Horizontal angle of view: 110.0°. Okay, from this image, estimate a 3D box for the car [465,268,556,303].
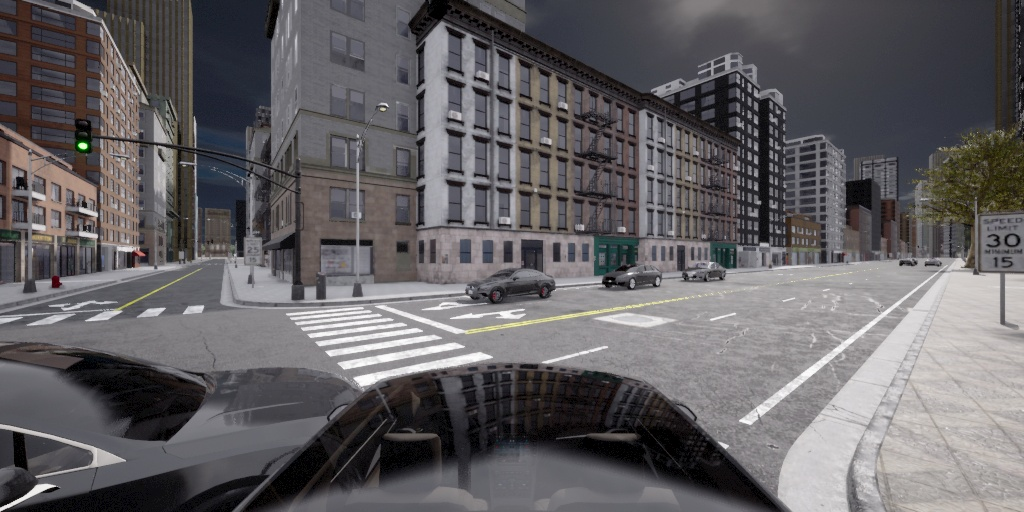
[{"bbox_3d":[0.042,1.287,16.799,4.674,1.442,1.812,0,0,-39],"label":"car"}]

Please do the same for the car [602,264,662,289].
[{"bbox_3d":[7.764,1.259,22.986,4.892,1.490,1.837,0,0,-39],"label":"car"}]

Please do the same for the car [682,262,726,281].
[{"bbox_3d":[15.805,1.237,29.417,4.902,1.511,2.128,0,0,-39],"label":"car"}]

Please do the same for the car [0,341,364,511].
[{"bbox_3d":[-3.214,1.257,1.843,4.892,1.490,1.837,0,0,-34],"label":"car"}]
